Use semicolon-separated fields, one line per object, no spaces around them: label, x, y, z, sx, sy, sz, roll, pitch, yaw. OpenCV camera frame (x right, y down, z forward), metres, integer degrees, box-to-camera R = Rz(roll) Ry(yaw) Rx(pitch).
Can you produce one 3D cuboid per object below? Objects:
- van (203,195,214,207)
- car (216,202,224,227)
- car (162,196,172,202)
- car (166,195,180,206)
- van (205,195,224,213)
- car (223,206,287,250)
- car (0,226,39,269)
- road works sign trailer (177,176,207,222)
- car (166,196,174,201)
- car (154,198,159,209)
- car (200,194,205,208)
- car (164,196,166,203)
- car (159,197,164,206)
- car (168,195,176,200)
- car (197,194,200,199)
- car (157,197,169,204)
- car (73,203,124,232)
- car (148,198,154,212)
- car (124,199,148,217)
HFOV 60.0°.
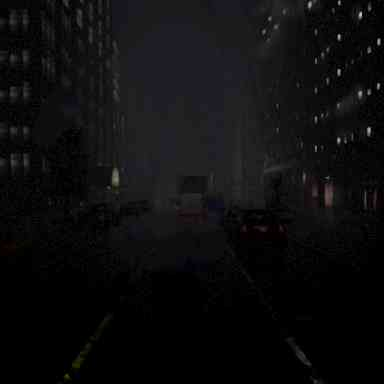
van;2.652;1.391;54.228;1.690;1.788;3.998;-1;0;0
car;2.671;1.544;20.296;1.752;1.417;4.829;-1;0;0
car;-5.739;1.621;76.958;2.008;1.369;4.403;-1;0;0
car;-3.087;1.545;57.915;2.128;1.511;4.902;0;0;0
van;2.661;1.375;37.177;1.690;1.788;3.998;-1;0;0
car;2.674;1.453;14.443;1.967;1.590;4.097;-1;0;0
car;-5.703;1.534;8.585;1.752;1.417;4.829;-1;0;0
road works sign trailer;0.005;0.489;26.549;2.380;3.560;2.880;0;0;0
car;-5.745;1.662;88.325;1.802;1.307;4.206;-1;0;0
car;-5.721;1.584;42.856;1.887;1.381;4.507;-1;0;0
car;2.654;1.359;48.545;2.192;1.841;5.009;-1;0;0
car;-5.727;1.632;54.224;1.802;1.307;4.206;-1;0;0
car;-5.725;1.596;48.540;2.008;1.369;4.403;-1;0;0
car;-5.749;1.525;94.009;1.967;1.590;4.097;-1;0;0
car;2.642;1.621;76.962;2.008;1.369;4.403;-1;0;0
car;-5.733;1.611;65.591;2.008;1.369;4.403;-1;0;0
car;-5.710;1.459;20.122;1.967;1.590;4.097;-1;0;0
car;-5.718;1.600;37.173;1.947;1.339;4.313;-1;0;0
car;-5.715;1.580;31.489;2.008;1.369;4.403;-1;0;0
